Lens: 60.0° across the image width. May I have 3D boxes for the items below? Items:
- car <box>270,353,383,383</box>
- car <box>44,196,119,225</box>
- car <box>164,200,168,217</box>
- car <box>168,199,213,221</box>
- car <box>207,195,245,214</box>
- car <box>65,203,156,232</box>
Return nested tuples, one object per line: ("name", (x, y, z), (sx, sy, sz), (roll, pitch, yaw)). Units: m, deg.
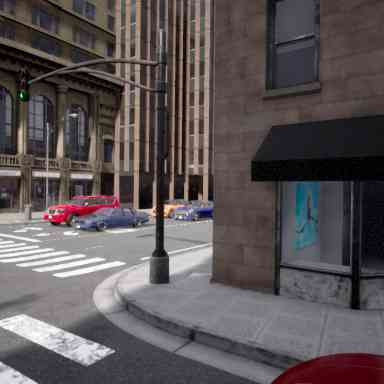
("car", (2.380, 1.545, 1.275), (4.507, 1.381, 1.887), (0, 1, 35))
("car", (-7.568, 1.289, 23.761), (2.150, 2.045, 5.566), (1, 0, 35))
("car", (-1.862, 1.504, 31.896), (2.097, 1.767, 4.553), (1, 0, 35))
("car", (0.335, 1.544, 29.367), (2.097, 1.767, 4.553), (1, 0, 35))
("car", (4.227, 1.465, 40.562), (2.150, 2.045, 5.566), (1, 0, 35))
("car", (-5.105, 1.658, 21.620), (2.033, 1.411, 5.357), (1, 0, 35))
